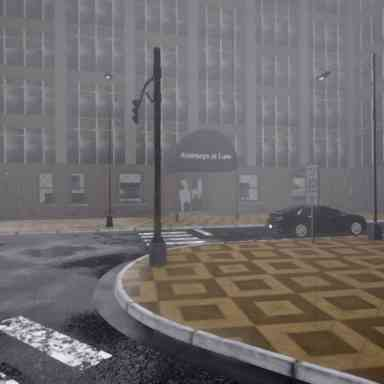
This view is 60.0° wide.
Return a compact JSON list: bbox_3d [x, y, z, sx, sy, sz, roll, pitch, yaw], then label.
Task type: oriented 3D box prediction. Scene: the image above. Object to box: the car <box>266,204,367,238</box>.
[{"bbox_3d":[5.987,1.321,15.970,4.892,1.490,1.837,0,0,-14],"label":"car"}]
